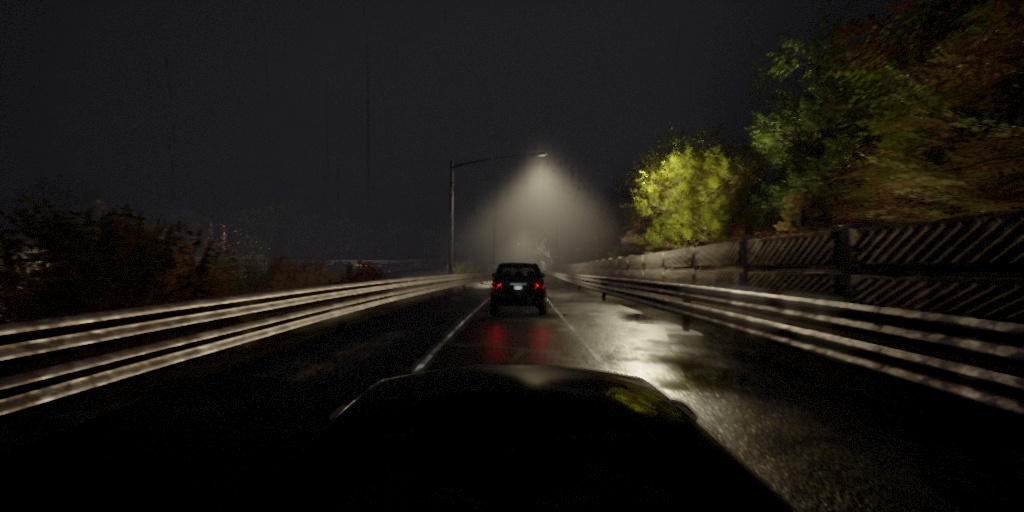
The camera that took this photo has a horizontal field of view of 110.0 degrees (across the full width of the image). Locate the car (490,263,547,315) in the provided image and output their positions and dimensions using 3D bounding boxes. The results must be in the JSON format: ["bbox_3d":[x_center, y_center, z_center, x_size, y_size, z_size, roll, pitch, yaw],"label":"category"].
[{"bbox_3d":[0.298,1.335,15.607,2.150,2.045,5.566,0,-2,1],"label":"car"}]
